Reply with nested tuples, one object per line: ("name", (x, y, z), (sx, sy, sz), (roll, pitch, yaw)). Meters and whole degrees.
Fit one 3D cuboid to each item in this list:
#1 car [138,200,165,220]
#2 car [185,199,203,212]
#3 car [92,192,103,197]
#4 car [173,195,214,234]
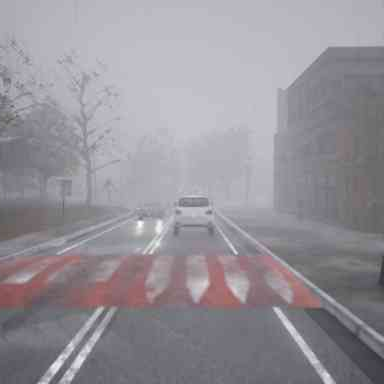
("car", (-3.300, 1.489, 27.986), (1.837, 1.490, 4.892), (0, 0, 0))
("car", (0.283, 1.508, 38.755), (1.895, 1.301, 4.718), (0, 1, 3))
("car", (-23.232, 0.594, 79.440), (1.895, 1.301, 4.718), (0, 1, 11))
("car", (0.085, 1.206, 19.487), (2.150, 2.045, 5.566), (0, 0, 0))
